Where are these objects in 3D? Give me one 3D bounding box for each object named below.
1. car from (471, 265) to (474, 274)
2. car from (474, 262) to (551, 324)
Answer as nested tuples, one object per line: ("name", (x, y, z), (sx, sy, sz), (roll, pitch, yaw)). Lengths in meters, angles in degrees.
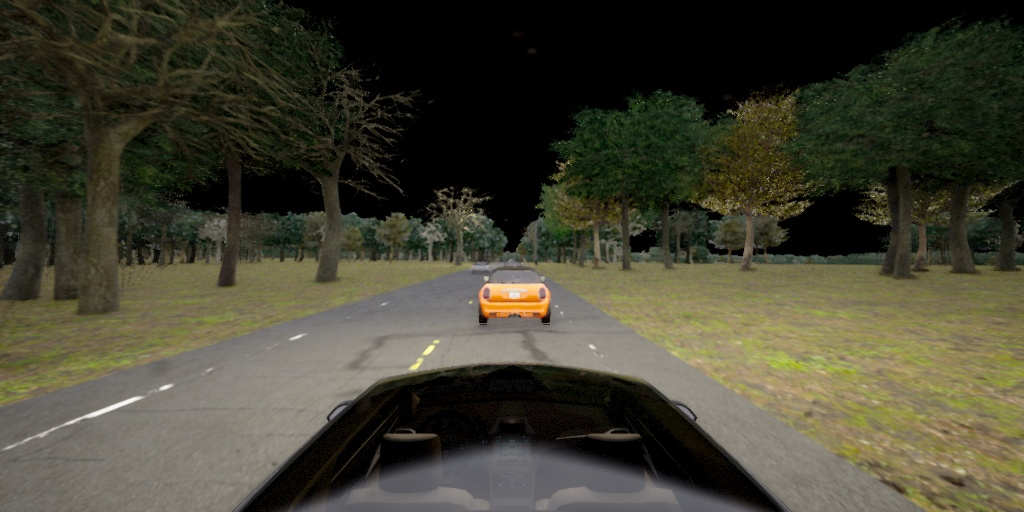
("car", (-3.604, 1.329, 41.468), (1.895, 1.301, 4.718), (0, 0, 0))
("car", (0.079, 1.090, 12.060), (2.097, 1.767, 4.553), (0, 0, 0))
